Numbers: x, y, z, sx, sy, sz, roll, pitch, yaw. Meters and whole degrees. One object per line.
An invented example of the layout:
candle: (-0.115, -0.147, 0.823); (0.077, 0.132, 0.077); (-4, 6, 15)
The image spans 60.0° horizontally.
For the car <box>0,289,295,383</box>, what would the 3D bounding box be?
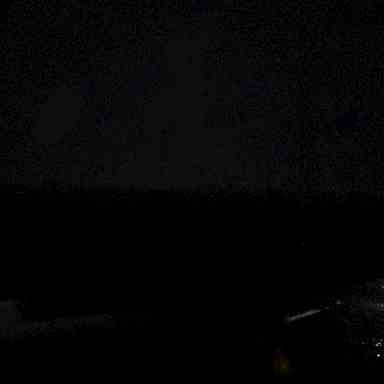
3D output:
car: (-1.272, 1.526, 2.152); (4.674, 1.442, 1.812); (0, 0, -35)
